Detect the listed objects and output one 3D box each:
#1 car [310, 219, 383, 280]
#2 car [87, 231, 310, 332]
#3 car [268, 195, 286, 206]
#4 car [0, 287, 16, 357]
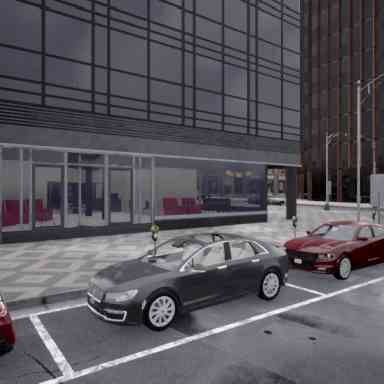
[{"bbox_3d":[4.575,1.544,9.922,4.507,1.381,1.887,0,0,-36],"label":"car"},{"bbox_3d":[0.135,1.551,6.750,4.403,1.369,2.008,0,0,-36],"label":"car"},{"bbox_3d":[9.314,1.012,41.751,2.033,1.411,5.357,0,1,-35],"label":"car"},{"bbox_3d":[-4.306,1.440,3.578,4.097,1.590,1.967,0,0,-36],"label":"car"}]
